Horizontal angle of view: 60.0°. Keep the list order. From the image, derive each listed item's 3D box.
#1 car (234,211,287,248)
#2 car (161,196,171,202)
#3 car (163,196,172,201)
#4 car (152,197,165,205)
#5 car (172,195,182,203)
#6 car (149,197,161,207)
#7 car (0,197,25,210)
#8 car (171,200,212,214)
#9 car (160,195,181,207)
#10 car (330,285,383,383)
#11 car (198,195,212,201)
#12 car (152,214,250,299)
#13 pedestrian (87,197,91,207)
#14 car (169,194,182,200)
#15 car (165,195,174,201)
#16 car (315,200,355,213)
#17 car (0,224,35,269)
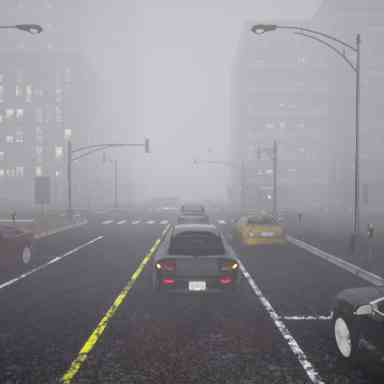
[{"bbox_3d":[2.780,1.522,14.547,1.752,1.417,4.829,-1,0,0],"label":"car"},{"bbox_3d":[-5.843,1.532,74.934,1.887,1.381,4.507,-1,0,0],"label":"car"},{"bbox_3d":[-5.853,1.569,80.588,1.802,1.307,4.206,-1,0,0],"label":"car"},{"bbox_3d":[-5.811,1.555,57.970,1.947,1.339,4.313,-1,0,0],"label":"car"},{"bbox_3d":[-3.132,1.488,70.532,1.837,1.490,4.892,0,0,0],"label":"car"},{"bbox_3d":[-5.801,1.515,52.146,1.752,1.417,4.829,-1,0,0],"label":"car"},{"bbox_3d":[-21.732,1.276,37.962,4.829,1.417,1.752,0,0,1],"label":"car"},{"bbox_3d":[-0.006,1.488,19.840,2.128,1.511,4.902,0,0,-2],"label":"car"},{"bbox_3d":[-3.187,1.537,50.383,2.033,1.411,5.357,0,0,0],"label":"car"},{"bbox_3d":[2.802,1.550,3.088,2.008,1.369,4.403,-1,0,0],"label":"car"},{"bbox_3d":[2.569,1.540,57.986,2.008,1.369,4.403,-1,0,0],"label":"car"},{"bbox_3d":[0.084,1.523,8.312,1.812,1.442,4.674,0,0,0],"label":"car"},{"bbox_3d":[-12.625,1.201,40.825,0.375,1.300,0.375,0,0,1],"label":"pedestrian"},{"bbox_3d":[-3.185,1.480,60.335,2.128,1.511,4.902,0,0,0],"label":"car"},{"bbox_3d":[-5.865,1.531,86.243,1.887,1.381,4.507,-1,0,0],"label":"car"},{"bbox_3d":[16.244,1.623,37.536,4.403,1.369,2.008,0,0,1],"label":"car"},{"bbox_3d":[-5.848,1.542,8.774,1.887,1.381,4.507,-1,0,0],"label":"car"}]
